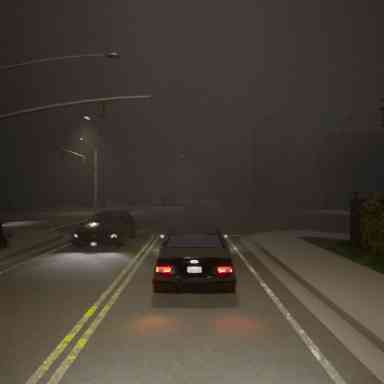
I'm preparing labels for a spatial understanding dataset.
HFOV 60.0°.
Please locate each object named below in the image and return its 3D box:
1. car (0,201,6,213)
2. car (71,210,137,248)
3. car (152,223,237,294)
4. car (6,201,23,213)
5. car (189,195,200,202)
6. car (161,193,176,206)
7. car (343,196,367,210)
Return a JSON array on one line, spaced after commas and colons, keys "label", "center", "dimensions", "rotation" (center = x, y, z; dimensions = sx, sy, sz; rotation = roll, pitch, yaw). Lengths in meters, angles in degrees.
[{"label": "car", "center": [-16.707, 1.612, 24.273], "dimensions": [4.892, 1.490, 1.837], "rotation": [-1, 0, -1]}, {"label": "car", "center": [-3.679, 1.546, 15.011], "dimensions": [2.033, 1.411, 5.357], "rotation": [0, 0, 0]}, {"label": "car", "center": [0.053, 1.547, 8.934], "dimensions": [2.033, 1.411, 5.357], "rotation": [0, 0, 0]}, {"label": "car", "center": [-22.515, 1.724, 38.414], "dimensions": [5.357, 1.411, 2.033], "rotation": [-1, 0, -1]}, {"label": "car", "center": [0.556, 1.524, 78.948], "dimensions": [1.812, 1.442, 4.674], "rotation": [0, 0, 12]}, {"label": "car", "center": [-3.719, 1.221, 53.968], "dimensions": [2.150, 2.045, 5.566], "rotation": [0, 0, 0]}, {"label": "car", "center": [20.129, 1.306, 38.857], "dimensions": [4.553, 1.767, 2.097], "rotation": [0, 0, -1]}]
